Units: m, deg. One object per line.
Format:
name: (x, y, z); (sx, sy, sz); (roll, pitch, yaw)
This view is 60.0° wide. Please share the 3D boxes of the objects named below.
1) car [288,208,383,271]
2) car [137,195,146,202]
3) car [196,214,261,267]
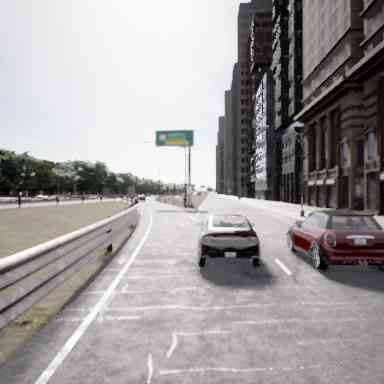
car: (4.660, 1.365, 11.079); (2.097, 1.767, 4.553); (0, 0, 3)
car: (-11.593, 1.407, 76.138); (2.128, 1.511, 4.902); (0, 0, -12)
car: (1.185, 1.507, 11.507); (2.128, 1.511, 4.902); (0, 0, 3)
